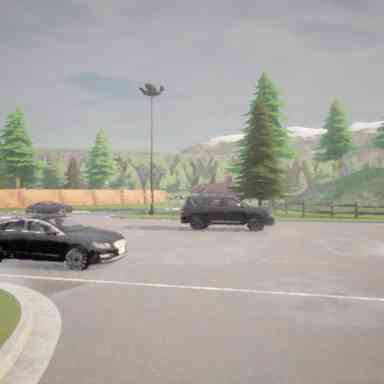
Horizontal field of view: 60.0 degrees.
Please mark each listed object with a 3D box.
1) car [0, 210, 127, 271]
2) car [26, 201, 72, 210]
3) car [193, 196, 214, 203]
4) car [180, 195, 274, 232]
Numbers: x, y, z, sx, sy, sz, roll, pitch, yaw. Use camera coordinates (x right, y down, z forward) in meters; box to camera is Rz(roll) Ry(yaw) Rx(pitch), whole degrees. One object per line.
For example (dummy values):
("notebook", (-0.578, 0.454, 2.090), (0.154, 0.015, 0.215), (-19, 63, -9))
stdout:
("car", (-4.500, 1.491, 10.531), (4.902, 1.511, 2.128), (0, 0, 13))
("car", (-14.089, 1.564, 32.917), (4.181, 1.385, 1.994), (0, 0, -17))
("car", (2.336, 1.562, 69.957), (4.181, 1.385, 1.994), (0, 0, 45))
("car", (2.038, 1.221, 19.827), (5.566, 2.045, 2.150), (0, 0, 13))
